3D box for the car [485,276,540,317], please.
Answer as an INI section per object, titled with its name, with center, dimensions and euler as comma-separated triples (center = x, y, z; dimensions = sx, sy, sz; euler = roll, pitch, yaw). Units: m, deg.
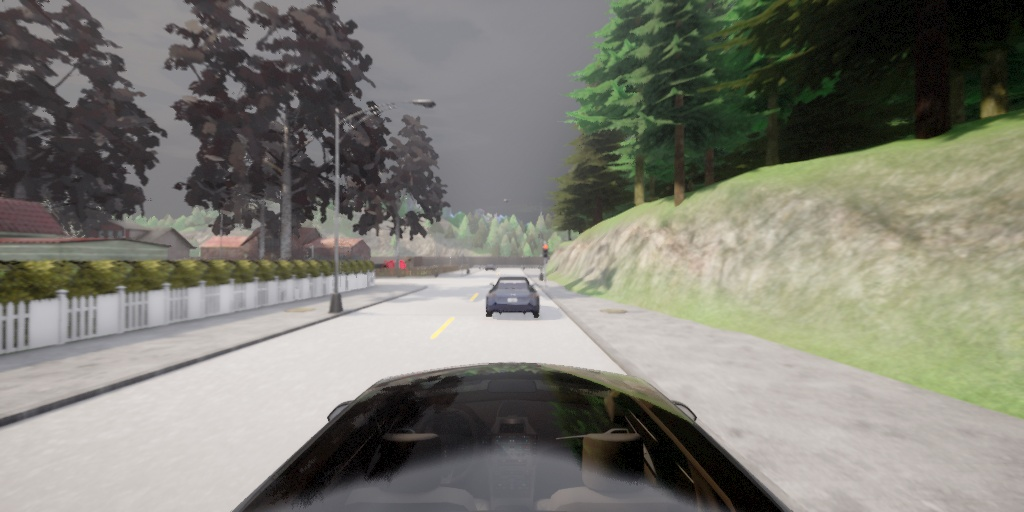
[car]
center = 0.041, 1.486, 14.129
dimensions = 1.994, 1.385, 4.181
euler = 0, -1, 1
